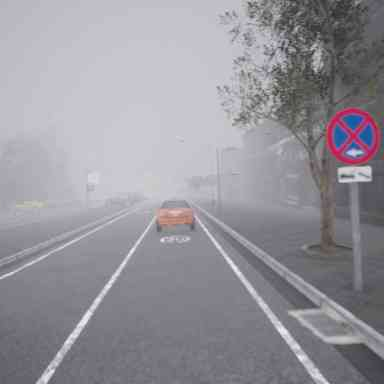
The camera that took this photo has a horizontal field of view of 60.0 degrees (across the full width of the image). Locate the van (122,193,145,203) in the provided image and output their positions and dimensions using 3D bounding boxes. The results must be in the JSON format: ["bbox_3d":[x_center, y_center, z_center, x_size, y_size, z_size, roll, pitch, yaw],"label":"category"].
[{"bbox_3d":[-12.354,1.258,70.136,4.442,1.987,1.878,-3,0,-3],"label":"van"}]

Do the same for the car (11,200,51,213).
[{"bbox_3d":[-24.504,2.188,49.921,5.008,1.535,2.097,-3,1,-3],"label":"car"}]

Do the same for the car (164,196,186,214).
[{"bbox_3d":[-1.692,1.270,33.922,2.033,1.411,5.357,-3,1,-2],"label":"car"}]

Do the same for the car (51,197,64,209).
[{"bbox_3d":[-24.796,2.165,55.482,5.008,1.535,2.097,-3,0,-3],"label":"car"}]

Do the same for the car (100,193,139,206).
[{"bbox_3d":[-11.597,1.501,53.337,4.892,1.521,2.231,-3,0,-3],"label":"car"}]

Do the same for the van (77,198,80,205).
[{"bbox_3d":[-25.484,1.939,66.597,4.442,1.987,1.878,-3,0,-3],"label":"van"}]

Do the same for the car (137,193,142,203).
[{"bbox_3d":[-11.786,1.241,56.131,5.566,2.045,2.435,-3,0,-3],"label":"car"}]

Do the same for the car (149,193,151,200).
[{"bbox_3d":[-12.889,1.505,78.529,5.008,1.535,2.097,-3,0,-3],"label":"car"}]

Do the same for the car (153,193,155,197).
[{"bbox_3d":[-13.619,1.544,92.527,5.008,1.535,2.097,-3,0,-3],"label":"car"}]

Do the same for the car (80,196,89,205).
[{"bbox_3d":[-25.639,2.210,72.168,4.674,1.452,2.002,-3,0,-3],"label":"car"}]

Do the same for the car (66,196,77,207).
[{"bbox_3d":[-25.190,2.030,63.828,4.553,1.767,2.185,-3,0,-3],"label":"car"}]

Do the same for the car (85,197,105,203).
[{"bbox_3d":[-26.647,2.259,91.514,4.674,1.452,2.002,-3,0,-3],"label":"car"}]

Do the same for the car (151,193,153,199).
[{"bbox_3d":[-13.082,1.261,81.328,5.566,2.045,2.435,-3,0,-3],"label":"car"}]

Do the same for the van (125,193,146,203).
[{"bbox_3d":[-12.876,1.280,75.723,4.442,1.987,1.878,-3,0,-3],"label":"van"}]

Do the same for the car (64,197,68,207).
[{"bbox_3d":[-24.932,2.200,58.265,4.674,1.452,2.002,-3,0,-3],"label":"car"}]

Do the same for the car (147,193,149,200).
[{"bbox_3d":[-12.597,1.495,72.931,4.892,1.521,2.231,-3,0,-3],"label":"car"}]

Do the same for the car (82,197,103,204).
[{"bbox_3d":[-26.508,2.209,88.857,5.008,1.535,2.097,-3,0,-3],"label":"car"}]

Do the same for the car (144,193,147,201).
[{"bbox_3d":[-12.212,1.232,64.531,5.566,2.045,2.435,-3,0,-3],"label":"car"}]

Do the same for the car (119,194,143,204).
[{"bbox_3d":[-12.289,1.357,67.331,4.553,1.767,2.185,-3,0,-3],"label":"car"}]

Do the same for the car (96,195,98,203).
[{"bbox_3d":[-26.047,2.215,80.514,4.792,1.488,2.163,-3,0,-3],"label":"car"}]

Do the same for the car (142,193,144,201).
[{"bbox_3d":[-12.035,1.482,61.731,4.892,1.521,2.231,-3,0,-3],"label":"car"}]

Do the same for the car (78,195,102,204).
[{"bbox_3d":[-26.353,1.947,86.075,5.566,2.045,2.435,-3,0,-3],"label":"car"}]

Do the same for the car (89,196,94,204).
[{"bbox_3d":[-25.603,2.163,74.959,5.366,1.575,1.946,-3,0,-3],"label":"car"}]

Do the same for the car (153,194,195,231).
[{"bbox_3d":[-0.974,1.189,19.781,2.097,1.767,4.553,-3,1,-3],"label":"car"}]

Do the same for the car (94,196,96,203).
[{"bbox_3d":[-25.927,2.181,77.732,5.008,1.535,2.097,-3,0,-3],"label":"car"}]

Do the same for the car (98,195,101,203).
[{"bbox_3d":[-26.250,2.223,83.293,4.792,1.488,2.163,-3,0,-3],"label":"car"}]
